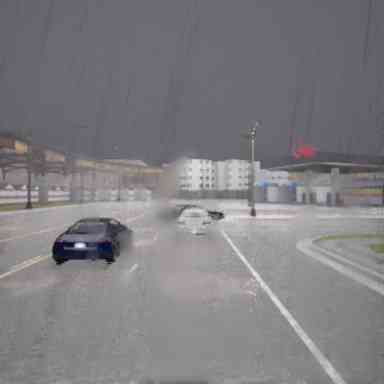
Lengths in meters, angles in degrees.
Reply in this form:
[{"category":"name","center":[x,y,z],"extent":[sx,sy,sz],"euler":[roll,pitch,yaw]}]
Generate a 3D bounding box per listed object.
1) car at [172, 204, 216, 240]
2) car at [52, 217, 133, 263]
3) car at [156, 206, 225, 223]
[{"category":"car","center":[0.144,1.593,17.461],"extent":[1.812,1.442,4.674],"euler":[0,0,1]},{"category":"car","center":[-3.400,1.610,12.107],"extent":[1.994,1.385,4.181],"euler":[0,0,0]},{"category":"car","center":[-0.019,1.643,25.144],"extent":[5.357,1.411,2.033],"euler":[0,-1,-35]}]
